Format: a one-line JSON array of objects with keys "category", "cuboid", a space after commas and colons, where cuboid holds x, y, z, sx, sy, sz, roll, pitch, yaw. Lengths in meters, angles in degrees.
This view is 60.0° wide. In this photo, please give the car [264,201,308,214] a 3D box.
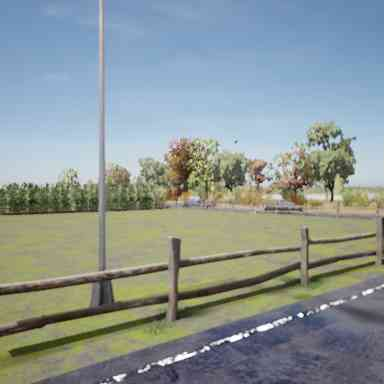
[{"category": "car", "cuboid": [11.130, 1.831, 39.703, 2.033, 1.411, 5.357, -1, 0, -34]}]

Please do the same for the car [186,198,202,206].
[{"category": "car", "cuboid": [0.389, 2.121, 70.411, 2.128, 1.511, 4.902, -1, 0, -15]}]

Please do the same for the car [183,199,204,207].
[{"category": "car", "cuboid": [-0.123, 2.129, 61.190, 2.033, 1.411, 5.357, -1, 0, -17]}]

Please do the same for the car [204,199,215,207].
[{"category": "car", "cuboid": [3.033, 2.065, 61.129, 1.812, 1.442, 4.674, -1, 0, -17]}]
